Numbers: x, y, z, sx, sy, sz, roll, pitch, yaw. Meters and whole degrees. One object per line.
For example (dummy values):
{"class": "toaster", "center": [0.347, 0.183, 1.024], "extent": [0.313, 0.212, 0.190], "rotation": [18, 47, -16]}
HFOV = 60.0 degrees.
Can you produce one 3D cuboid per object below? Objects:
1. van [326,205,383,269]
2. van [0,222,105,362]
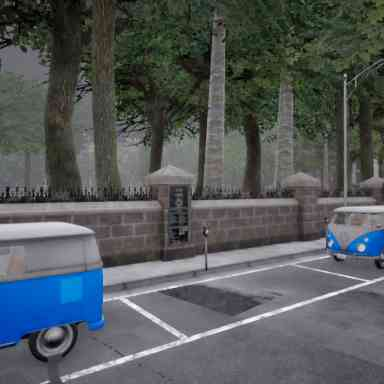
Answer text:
{"class": "van", "center": [6.040, 1.337, 10.854], "extent": [3.998, 1.788, 1.690], "rotation": [0, 0, -36]}
{"class": "van", "center": [-3.167, 1.341, 4.275], "extent": [3.998, 1.788, 1.690], "rotation": [0, 0, -36]}
